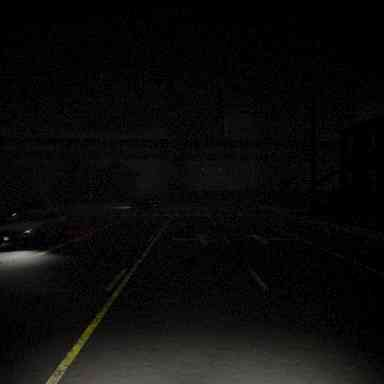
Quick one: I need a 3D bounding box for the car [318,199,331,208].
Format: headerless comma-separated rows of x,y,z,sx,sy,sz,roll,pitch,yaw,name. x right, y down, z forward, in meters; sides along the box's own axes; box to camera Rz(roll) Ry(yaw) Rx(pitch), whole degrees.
17.533,1.526,40.147,4.674,1.442,1.812,0,0,0,car

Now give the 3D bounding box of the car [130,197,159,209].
-6.566,1.505,45.438,1.837,1.490,4.892,0,0,-45,car

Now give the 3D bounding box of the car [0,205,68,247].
-7.170,1.526,15.136,1.812,1.442,4.674,0,0,0,car

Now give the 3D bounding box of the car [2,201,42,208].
-10.670,1.351,20.509,2.097,1.767,4.553,0,0,0,car
